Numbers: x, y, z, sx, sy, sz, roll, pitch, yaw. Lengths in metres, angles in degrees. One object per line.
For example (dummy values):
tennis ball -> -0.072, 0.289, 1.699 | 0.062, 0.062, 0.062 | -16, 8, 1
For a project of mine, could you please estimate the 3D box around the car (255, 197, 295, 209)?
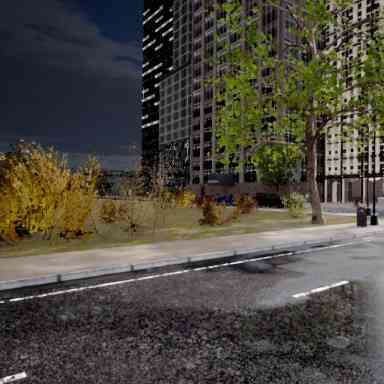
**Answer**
car -> 11.187, 1.481, 45.301 | 2.033, 1.411, 5.357 | 1, 0, -34

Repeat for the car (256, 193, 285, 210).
car -> 10.125, 1.112, 41.055 | 2.150, 2.045, 5.566 | 1, 0, -34

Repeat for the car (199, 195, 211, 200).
car -> 2.739, 1.305, 64.009 | 2.097, 1.767, 4.553 | 1, 0, -33

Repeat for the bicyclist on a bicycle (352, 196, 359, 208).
bicyclist on a bicycle -> 23.111, 1.398, 47.018 | 1.656, 1.620, 0.582 | 1, 0, -34

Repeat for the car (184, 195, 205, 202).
car -> 0.528, 1.395, 73.053 | 2.033, 1.411, 5.357 | 1, 0, -34

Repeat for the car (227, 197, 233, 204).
car -> 6.097, 1.526, 64.744 | 1.812, 1.442, 4.674 | 1, 0, -34

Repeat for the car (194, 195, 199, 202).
car -> -1.179, 1.427, 63.892 | 1.812, 1.442, 4.674 | 1, -1, -33
